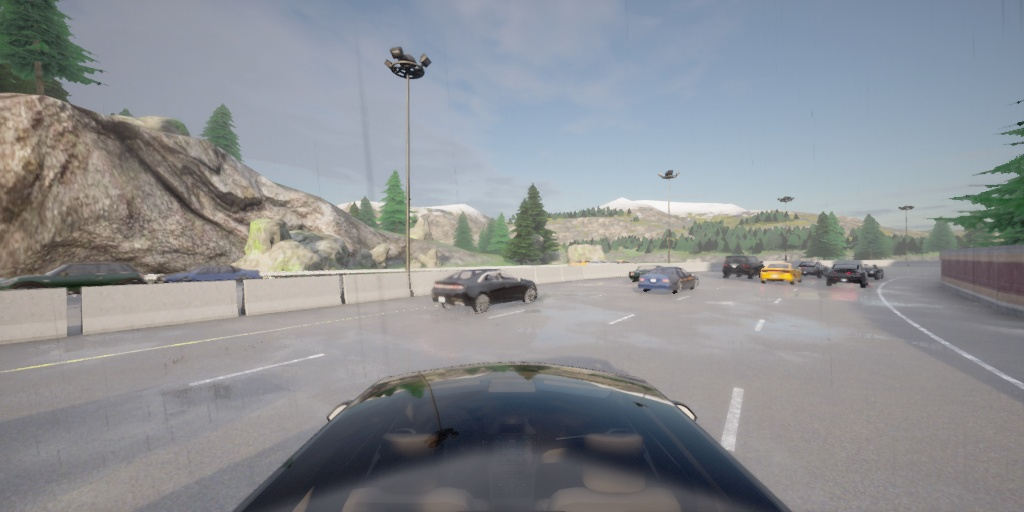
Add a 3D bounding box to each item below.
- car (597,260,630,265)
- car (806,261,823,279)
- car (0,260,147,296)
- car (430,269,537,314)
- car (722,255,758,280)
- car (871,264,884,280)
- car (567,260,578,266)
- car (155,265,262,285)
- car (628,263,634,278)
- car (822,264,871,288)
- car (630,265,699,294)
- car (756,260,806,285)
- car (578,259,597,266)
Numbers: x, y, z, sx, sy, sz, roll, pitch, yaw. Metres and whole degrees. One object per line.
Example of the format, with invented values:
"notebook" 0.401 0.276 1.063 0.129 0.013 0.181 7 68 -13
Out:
"car" 13.028 1.227 43.983 5.008 1.535 1.882 0 0 -40
"car" 27.764 1.241 33.153 4.902 1.511 2.128 0 0 -39
"car" -20.509 1.102 16.915 2.097 1.767 4.553 0 0 35
"car" -0.876 1.242 13.929 2.128 1.511 4.902 0 0 37
"car" 20.590 0.969 31.728 5.566 2.045 2.150 0 0 -41
"car" 30.455 1.351 30.848 4.718 1.301 1.895 0 0 -39
"car" 9.844 1.242 50.449 5.008 1.535 1.882 0 0 -40
"car" -19.941 1.297 23.883 2.033 1.411 5.357 0 0 36
"car" 10.812 1.351 27.351 1.895 1.301 4.718 0 0 44
"car" 22.502 1.255 24.031 4.892 1.490 1.837 0 0 -43
"car" 8.942 1.297 20.304 2.033 1.411 5.357 0 0 42
"car" 19.807 1.227 26.298 5.008 1.535 1.882 0 0 -44
"car" 11.141 1.275 46.971 4.674 1.442 1.812 0 0 -40
